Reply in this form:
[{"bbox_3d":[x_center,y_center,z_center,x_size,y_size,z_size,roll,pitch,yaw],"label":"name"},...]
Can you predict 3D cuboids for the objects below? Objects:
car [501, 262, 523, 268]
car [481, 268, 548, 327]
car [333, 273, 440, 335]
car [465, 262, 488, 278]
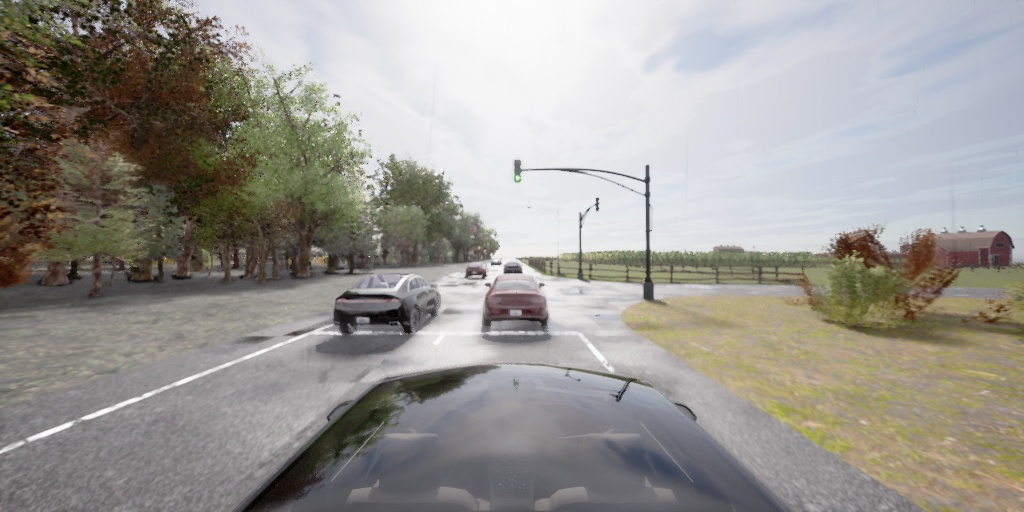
[{"bbox_3d":[0.098,1.319,37.746,1.837,1.490,4.892,0,0,0],"label":"car"},{"bbox_3d":[0.102,1.293,11.491,1.812,1.442,4.674,0,0,0],"label":"car"},{"bbox_3d":[-3.401,1.259,10.604,2.128,1.511,4.902,0,0,0],"label":"car"},{"bbox_3d":[-3.401,1.334,34.786,1.812,1.442,4.674,0,0,0],"label":"car"}]
